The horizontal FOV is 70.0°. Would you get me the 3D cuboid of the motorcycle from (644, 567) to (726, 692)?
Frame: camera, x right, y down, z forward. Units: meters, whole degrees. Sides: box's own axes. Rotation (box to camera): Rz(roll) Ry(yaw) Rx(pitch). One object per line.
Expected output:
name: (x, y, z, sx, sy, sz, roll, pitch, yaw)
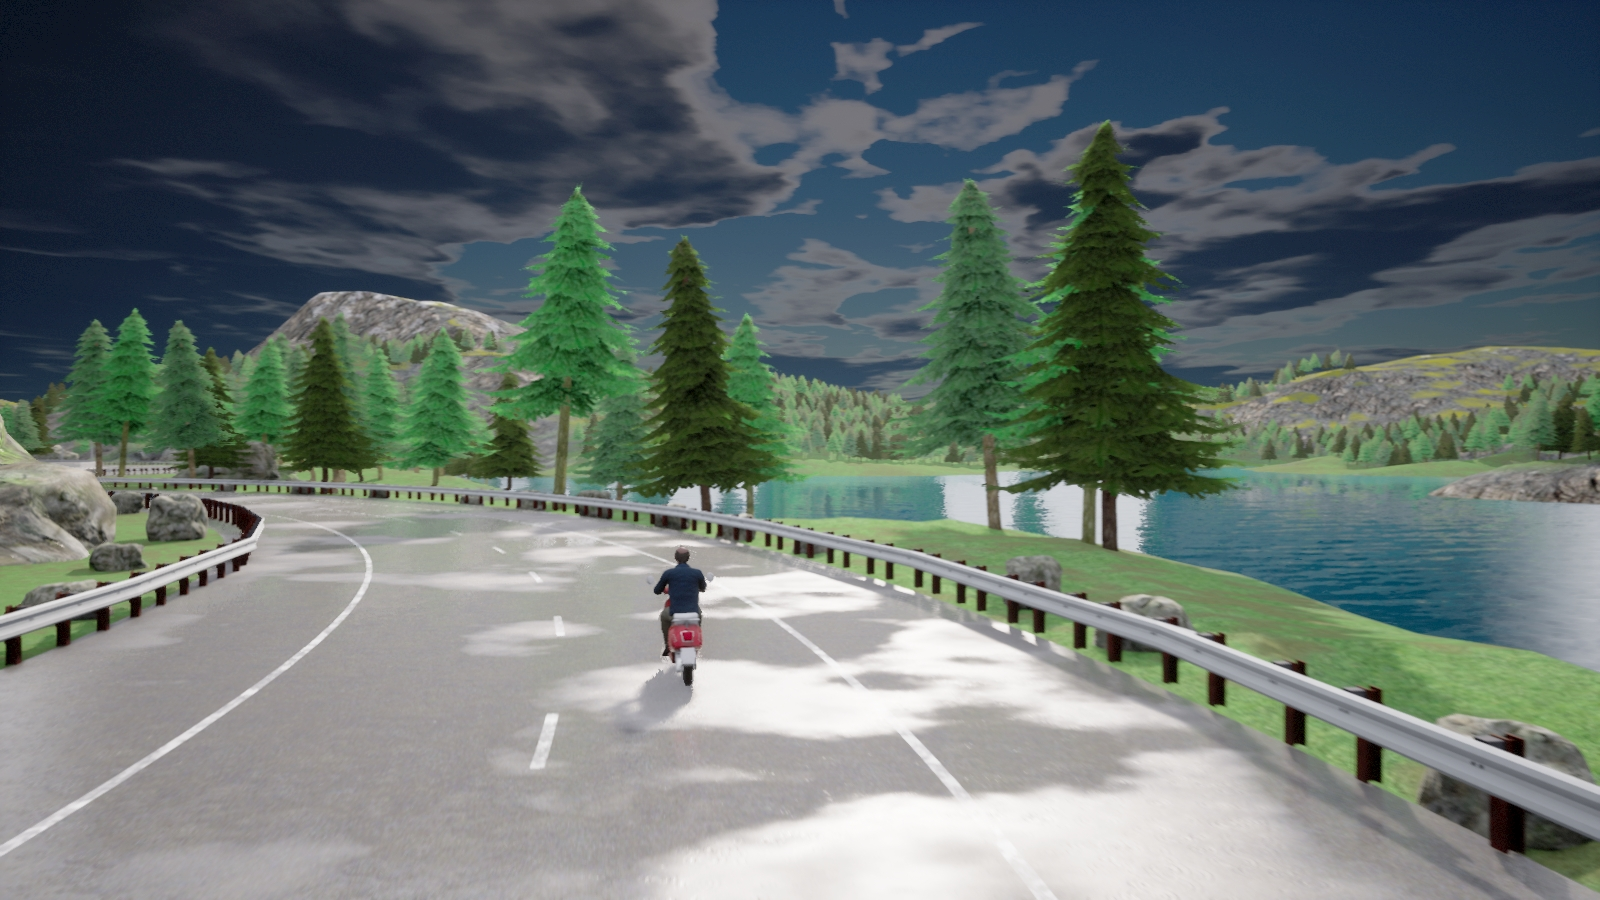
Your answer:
motorcycle: (-1.456, 2.183, 14.206, 0.856, 1.236, 1.805, -1, 0, -10)
